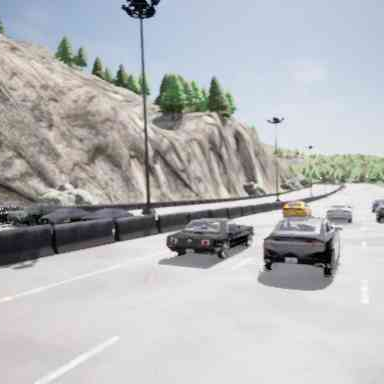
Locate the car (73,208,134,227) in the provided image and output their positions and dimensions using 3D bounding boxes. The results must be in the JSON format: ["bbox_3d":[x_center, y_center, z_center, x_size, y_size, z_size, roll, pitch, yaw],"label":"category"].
[{"bbox_3d":[-5.847,1.815,23.290,1.994,1.385,4.181,-1,-1,27],"label":"car"}]

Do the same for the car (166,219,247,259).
[{"bbox_3d":[0.955,1.692,13.094,1.895,1.301,4.718,-1,-1,27],"label":"car"}]

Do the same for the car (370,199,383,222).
[{"bbox_3d":[15.452,1.512,26.071,2.128,1.511,4.902,-1,-1,27],"label":"car"}]

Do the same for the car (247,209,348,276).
[{"bbox_3d":[3.632,1.532,10.644,2.128,1.511,4.902,-1,-1,27],"label":"car"}]

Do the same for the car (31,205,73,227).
[{"bbox_3d":[-9.143,1.863,24.530,1.994,1.385,4.181,-1,-1,27],"label":"car"}]

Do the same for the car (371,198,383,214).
[{"bbox_3d":[21.234,1.518,37.379,1.882,1.535,5.008,-1,0,27],"label":"car"}]

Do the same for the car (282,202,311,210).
[{"bbox_3d":[9.293,1.597,29.400,1.882,1.535,5.008,-1,-1,27],"label":"car"}]

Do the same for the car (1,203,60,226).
[{"bbox_3d":[-12.126,1.701,26.390,2.097,1.767,4.553,-1,0,27],"label":"car"}]

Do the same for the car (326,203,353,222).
[{"bbox_3d":[11.803,1.594,26.622,1.812,1.442,4.674,-1,-1,27],"label":"car"}]
